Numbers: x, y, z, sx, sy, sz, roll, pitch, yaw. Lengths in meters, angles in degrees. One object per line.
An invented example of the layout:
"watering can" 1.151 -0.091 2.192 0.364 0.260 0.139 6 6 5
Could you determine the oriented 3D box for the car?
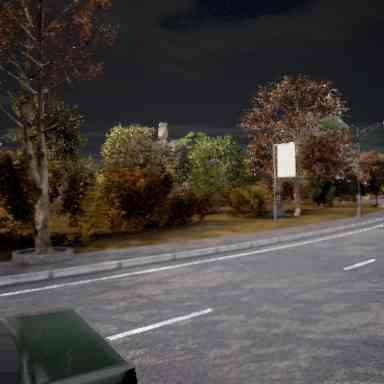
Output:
"car" -2.839 1.614 2.061 4.718 1.301 1.895 0 0 -36
